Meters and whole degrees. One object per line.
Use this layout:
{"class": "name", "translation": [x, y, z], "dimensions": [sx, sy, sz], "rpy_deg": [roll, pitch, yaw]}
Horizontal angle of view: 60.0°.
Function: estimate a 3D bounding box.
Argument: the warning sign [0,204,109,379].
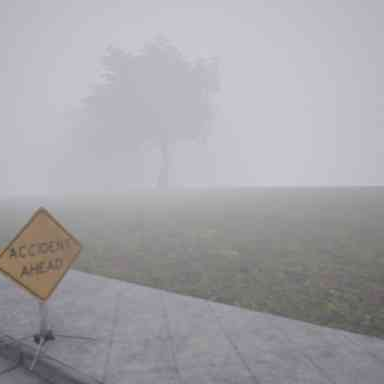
{"class": "warning sign", "translation": [-2.018, 1.123, 4.484], "dimensions": [1.060, 1.860, 1.300], "rpy_deg": [-2, 0, 35]}
